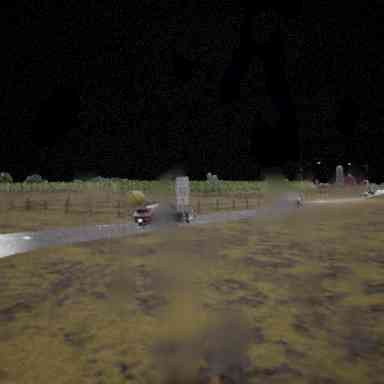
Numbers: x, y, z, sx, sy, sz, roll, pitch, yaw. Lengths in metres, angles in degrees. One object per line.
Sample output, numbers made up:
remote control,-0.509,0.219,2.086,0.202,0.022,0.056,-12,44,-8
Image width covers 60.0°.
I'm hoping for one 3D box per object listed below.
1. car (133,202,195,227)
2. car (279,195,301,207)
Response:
car,-1.678,1.427,21.736,1.837,1.490,4.892,-2,-1,35
car,14.596,1.213,49.441,2.097,1.767,4.553,-2,0,35
